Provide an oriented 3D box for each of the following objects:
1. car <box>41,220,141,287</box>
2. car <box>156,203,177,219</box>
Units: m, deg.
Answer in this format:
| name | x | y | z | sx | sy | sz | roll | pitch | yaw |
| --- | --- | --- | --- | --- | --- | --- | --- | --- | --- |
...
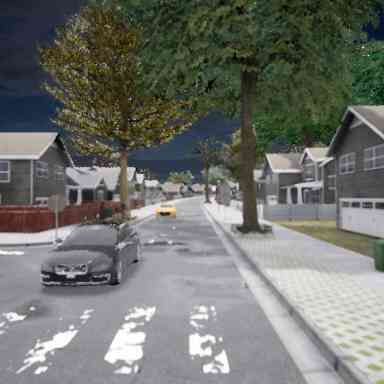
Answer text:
| name | x | y | z | sx | sy | sz | roll | pitch | yaw |
| --- | --- | --- | --- | --- | --- | --- | --- | --- | --- |
| car | -2.707 | 1.659 | 9.887 | 1.837 | 1.490 | 4.892 | 0 | -1 | 0 |
| car | -2.572 | 1.866 | 34.209 | 1.882 | 1.535 | 5.008 | 0 | 0 | 0 |
